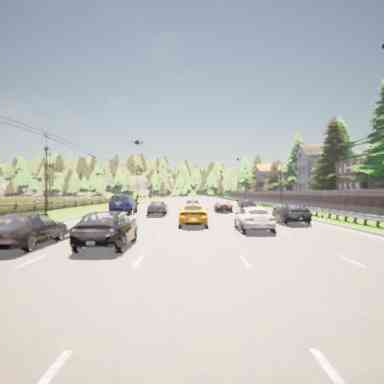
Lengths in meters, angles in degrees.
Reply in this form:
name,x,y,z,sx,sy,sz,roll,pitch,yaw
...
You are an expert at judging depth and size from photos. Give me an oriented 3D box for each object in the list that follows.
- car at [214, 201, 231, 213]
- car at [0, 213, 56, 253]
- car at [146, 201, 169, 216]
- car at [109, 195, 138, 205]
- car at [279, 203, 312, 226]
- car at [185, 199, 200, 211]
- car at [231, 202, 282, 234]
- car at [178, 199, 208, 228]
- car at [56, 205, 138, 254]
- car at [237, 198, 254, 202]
name,x,y,z,sx,sy,sz,roll,pitch,yaw
car,3.566,1.680,38.855,1.895,1.301,4.718,0,0,0
car,-6.908,1.574,13.775,2.033,1.411,5.357,0,0,-1
car,-3.431,1.615,33.496,2.033,1.411,5.357,0,0,0
car,-6.980,1.291,34.149,2.150,2.045,5.566,0,0,0
car,7.079,1.542,24.036,2.128,1.511,4.902,0,0,0
car,0.063,1.653,44.118,1.994,1.385,4.181,0,0,0
car,3.584,1.566,19.333,1.812,1.442,4.674,0,0,0
car,0.080,1.523,22.607,1.882,1.535,5.008,0,0,0
car,-3.413,1.519,13.603,2.128,1.511,4.902,0,0,0
car,7.062,1.582,43.755,2.128,1.511,4.902,0,0,0
